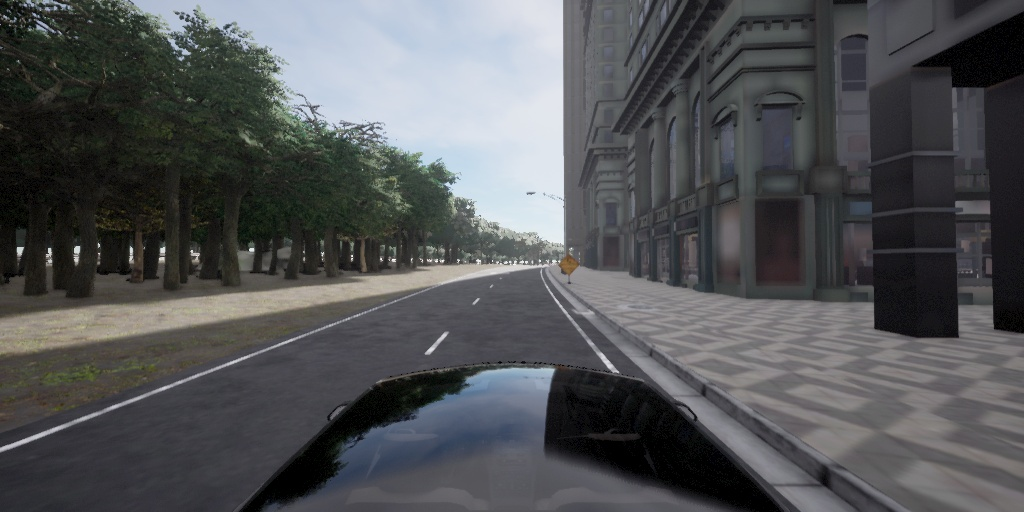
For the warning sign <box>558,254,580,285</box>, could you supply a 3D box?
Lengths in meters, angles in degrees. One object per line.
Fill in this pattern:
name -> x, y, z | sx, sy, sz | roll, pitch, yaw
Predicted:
warning sign -> 3.460, 0.801, 21.577 | 1.300, 1.860, 1.060 | 0, 0, 2
